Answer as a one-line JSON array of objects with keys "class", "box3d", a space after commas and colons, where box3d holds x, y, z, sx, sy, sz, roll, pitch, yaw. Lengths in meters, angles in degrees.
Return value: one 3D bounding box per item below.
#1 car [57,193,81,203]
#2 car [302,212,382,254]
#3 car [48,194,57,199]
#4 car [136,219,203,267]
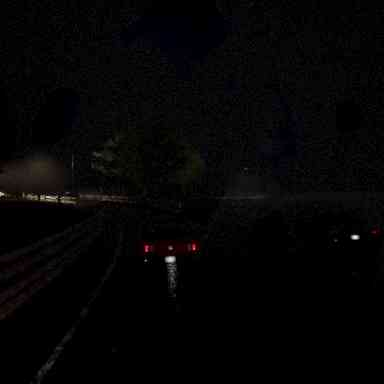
[{"class": "car", "box3d": [-20.301, 0.939, 55.437, 2.097, 1.767, 4.553, -1, 1, -39]}, {"class": "car", "box3d": [5.742, 1.494, 13.254, 1.994, 1.385, 4.181, 0, 0, 6]}, {"class": "car", "box3d": [-26.609, 0.952, 63.588, 1.895, 1.301, 4.718, -1, 1, -33]}, {"class": "car", "box3d": [-0.909, 1.575, 11.448, 1.895, 1.301, 4.718, -1, 0, -8]}]
